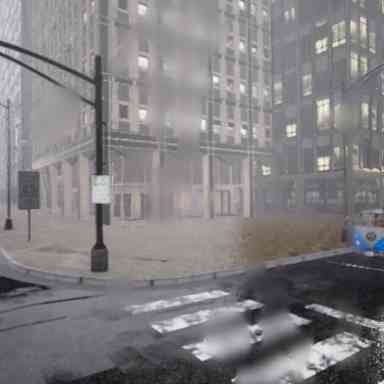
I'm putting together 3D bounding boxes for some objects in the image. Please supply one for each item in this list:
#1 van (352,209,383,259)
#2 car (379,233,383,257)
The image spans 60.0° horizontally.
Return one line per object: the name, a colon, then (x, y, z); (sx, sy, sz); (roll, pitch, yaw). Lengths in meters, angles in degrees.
van: (7.365, 1.461, 11.851); (3.998, 1.788, 1.690); (0, -1, -36)
car: (6.864, 1.663, 8.297); (4.718, 1.301, 1.895); (0, -1, -35)
